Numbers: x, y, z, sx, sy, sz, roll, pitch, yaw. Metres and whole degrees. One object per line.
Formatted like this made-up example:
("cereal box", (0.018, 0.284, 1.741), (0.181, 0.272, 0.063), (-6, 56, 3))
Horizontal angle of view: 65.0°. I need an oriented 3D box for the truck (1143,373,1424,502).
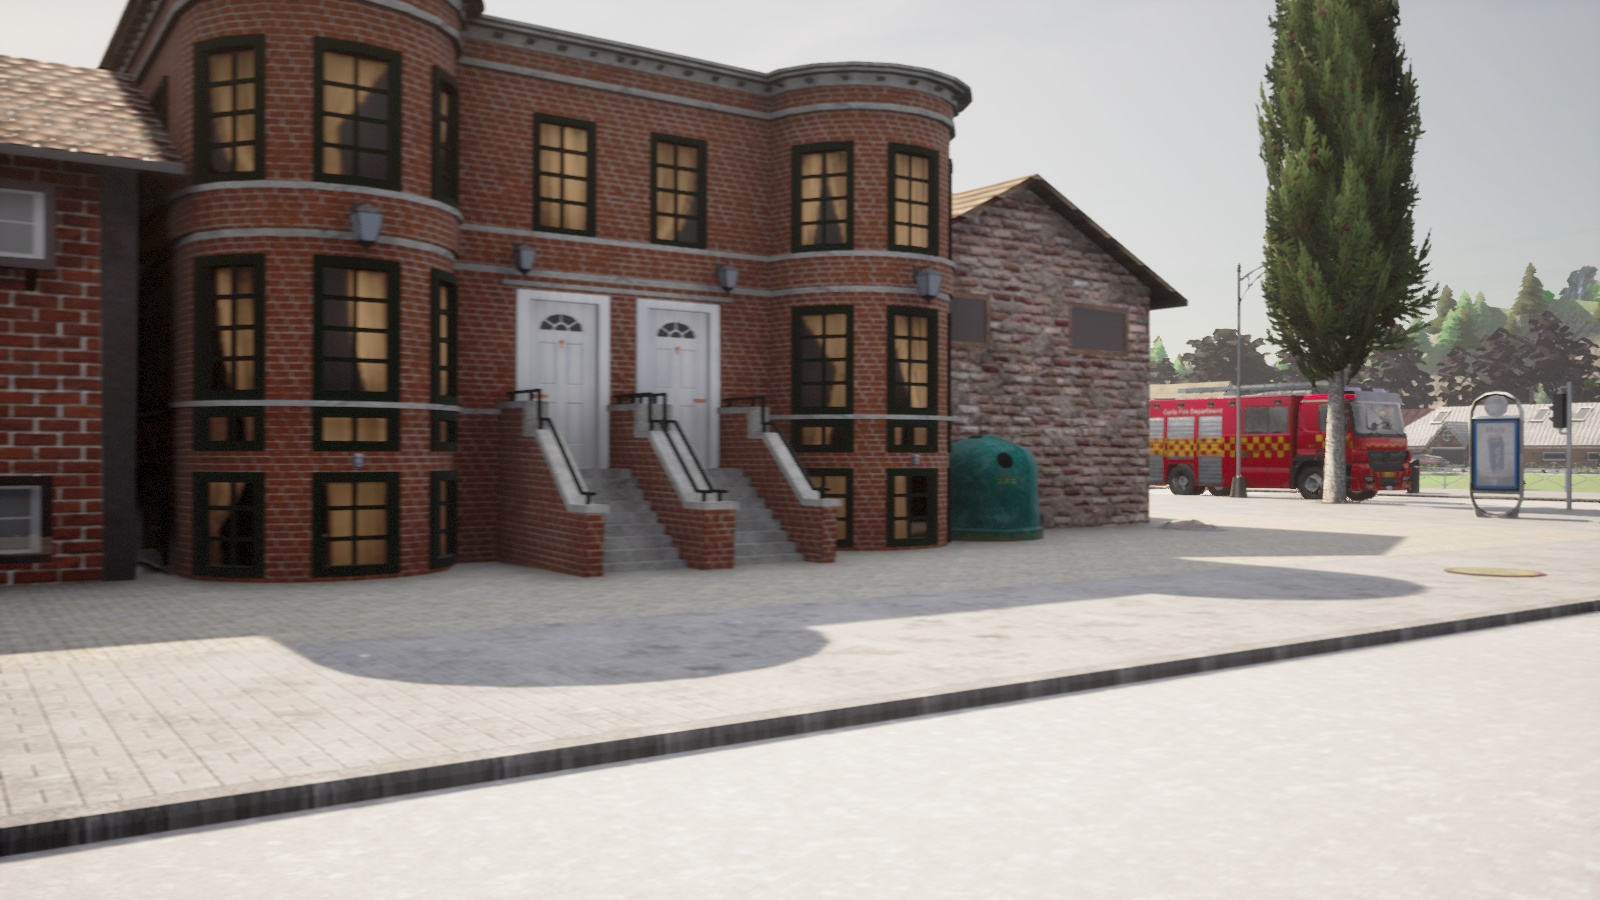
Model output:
("truck", (15.665, -0.351, 41.415), (2.891, 3.827, 8.468), (0, 0, -35))
